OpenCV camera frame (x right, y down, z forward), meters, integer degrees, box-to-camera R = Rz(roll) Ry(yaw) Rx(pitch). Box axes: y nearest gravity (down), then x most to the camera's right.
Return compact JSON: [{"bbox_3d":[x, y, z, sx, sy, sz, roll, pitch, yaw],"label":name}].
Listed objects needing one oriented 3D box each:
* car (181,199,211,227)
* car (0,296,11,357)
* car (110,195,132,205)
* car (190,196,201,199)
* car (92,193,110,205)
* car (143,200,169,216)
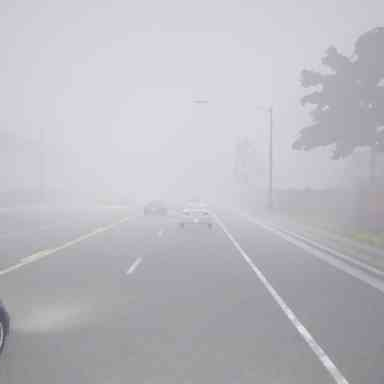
[{"bbox_3d":[0.248,1.403,21.350,1.812,1.442,4.674,0,0,0],"label":"car"},{"bbox_3d":[-3.386,1.493,2.602,1.812,1.442,4.674,0,0,0],"label":"car"},{"bbox_3d":[-10.175,1.152,49.523,2.128,1.511,4.902,0,0,1],"label":"car"},{"bbox_3d":[0.468,1.265,49.085,2.033,1.411,5.357,0,0,0],"label":"car"},{"bbox_3d":[-13.662,0.987,50.630,2.097,1.767,4.553,0,0,1],"label":"car"},{"bbox_3d":[-3.182,1.373,30.042,1.994,1.385,4.181,0,0,0],"label":"car"}]
